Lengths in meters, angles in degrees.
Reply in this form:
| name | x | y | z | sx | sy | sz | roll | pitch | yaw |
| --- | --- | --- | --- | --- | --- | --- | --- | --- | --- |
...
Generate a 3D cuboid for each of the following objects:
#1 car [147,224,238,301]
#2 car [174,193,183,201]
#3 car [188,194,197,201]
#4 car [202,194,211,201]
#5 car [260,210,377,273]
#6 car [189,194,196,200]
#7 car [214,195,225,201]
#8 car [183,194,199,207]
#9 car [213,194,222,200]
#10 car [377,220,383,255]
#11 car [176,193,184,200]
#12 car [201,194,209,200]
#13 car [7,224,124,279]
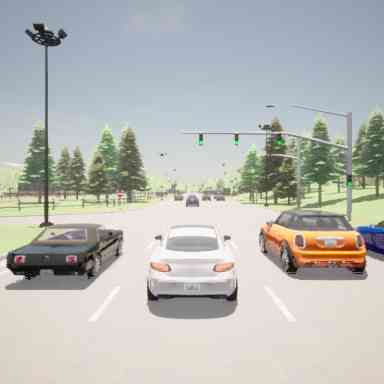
| name | x | y | z | sx | sy | sz | roll | pitch | yaw |
| --- | --- | --- | --- | --- | --- | --- | --- | --- | --- |
| car | 0.019 | 1.526 | 8.210 | 1.812 | 1.442 | 4.674 | 0 | 0 | 0 |
| car | -3.375 | 1.544 | 83.114 | 1.994 | 1.385 | 4.181 | 0 | 0 | 0 |
| car | 0.125 | 1.347 | 83.112 | 2.097 | 1.767 | 4.553 | 0 | 0 | 0 |
| car | 3.625 | 1.347 | 83.107 | 2.097 | 1.767 | 4.553 | 0 | 0 | 0 |
| car | 3.615 | 1.352 | 10.793 | 2.097 | 1.767 | 4.553 | 0 | 0 | 0 |
| car | 0.140 | 1.332 | 93.146 | 1.837 | 1.490 | 4.892 | 0 | 0 | 0 |
| car | 7.124 | 1.517 | 82.715 | 2.128 | 1.511 | 4.902 | 0 | 0 | 0 |
| car | 0.078 | 1.352 | 52.083 | 2.097 | 1.767 | 4.553 | 0 | 0 | 0 |
| car | 7.140 | 1.385 | 93.135 | 1.994 | 1.385 | 4.181 | 0 | 0 | 0 |
| car | 7.115 | 1.478 | 10.677 | 1.882 | 1.535 | 5.008 | 0 | 0 | 0 |
| car | -3.360 | 1.187 | 93.121 | 2.097 | 1.767 | 4.553 | 0 | 0 | 0 |
| car | 3.640 | 1.372 | 93.140 | 2.033 | 1.411 | 5.357 | 0 | 0 | 0 |
| car | -3.385 | 1.601 | 10.012 | 1.895 | 1.301 | 4.718 | 0 | 0 | 0 |
